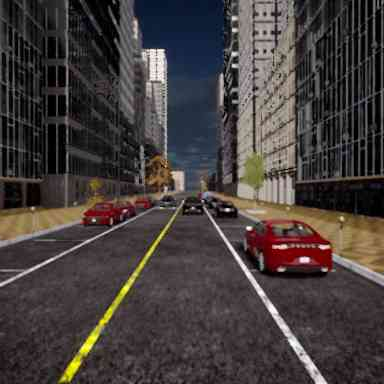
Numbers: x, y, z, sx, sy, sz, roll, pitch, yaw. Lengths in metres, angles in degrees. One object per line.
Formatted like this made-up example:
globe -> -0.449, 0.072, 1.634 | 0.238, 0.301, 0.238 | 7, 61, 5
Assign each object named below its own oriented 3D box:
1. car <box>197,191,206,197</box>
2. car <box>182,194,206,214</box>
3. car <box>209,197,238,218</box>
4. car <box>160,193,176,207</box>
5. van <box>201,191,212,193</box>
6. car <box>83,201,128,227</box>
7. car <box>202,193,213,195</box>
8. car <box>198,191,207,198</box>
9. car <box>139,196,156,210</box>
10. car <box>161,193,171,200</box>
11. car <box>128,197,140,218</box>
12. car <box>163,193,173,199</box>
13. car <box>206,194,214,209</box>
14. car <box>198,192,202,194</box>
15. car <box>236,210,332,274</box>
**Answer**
car -> 2.690, 0.529, 95.557 | 2.192, 1.841, 5.009 | 0, 1, 0
car -> 0.093, 1.240, 31.580 | 1.882, 1.535, 5.008 | 0, 0, 0
car -> 2.691, 1.362, 27.254 | 1.947, 1.339, 4.313 | 0, 0, 0
car -> -3.091, 1.174, 43.150 | 1.837, 1.490, 4.892 | 0, 1, 0
van -> 2.691, 0.907, 55.714 | 1.690, 1.788, 3.998 | 0, 0, 0
car -> -5.689, 1.385, 21.568 | 1.887, 1.381, 4.507 | 0, 0, 0
car -> 2.690, 1.180, 50.022 | 1.947, 1.339, 4.313 | 0, 0, 0
car -> 2.690, 0.632, 84.172 | 2.192, 1.841, 5.009 | 0, 1, 0
car -> -5.690, 1.251, 38.646 | 1.887, 1.381, 4.507 | 0, 0, 0
car -> -5.691, 0.945, 72.630 | 1.752, 1.417, 4.829 | 0, 1, 0
car -> -5.690, 1.378, 27.262 | 1.802, 1.307, 4.206 | 0, 0, 0
car -> -5.692, 0.919, 78.494 | 2.008, 1.369, 4.403 | 0, 1, 0
car -> 2.691, 1.272, 38.638 | 1.947, 1.339, 4.313 | 0, 0, 0
car -> 0.014, 1.133, 48.129 | 2.163, 1.488, 4.792 | 0, 1, 0
car -> 2.692, 1.471, 10.178 | 1.887, 1.381, 4.507 | 0, 0, 0
